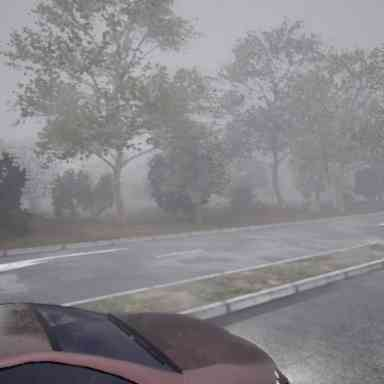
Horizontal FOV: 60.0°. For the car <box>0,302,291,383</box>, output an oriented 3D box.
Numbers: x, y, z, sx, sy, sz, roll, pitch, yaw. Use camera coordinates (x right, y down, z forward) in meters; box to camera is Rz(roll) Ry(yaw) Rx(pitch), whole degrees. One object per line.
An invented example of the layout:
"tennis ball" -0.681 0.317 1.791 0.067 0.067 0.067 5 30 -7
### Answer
"car" -1.169 1.562 2.299 4.181 1.385 1.994 -1 0 -36
